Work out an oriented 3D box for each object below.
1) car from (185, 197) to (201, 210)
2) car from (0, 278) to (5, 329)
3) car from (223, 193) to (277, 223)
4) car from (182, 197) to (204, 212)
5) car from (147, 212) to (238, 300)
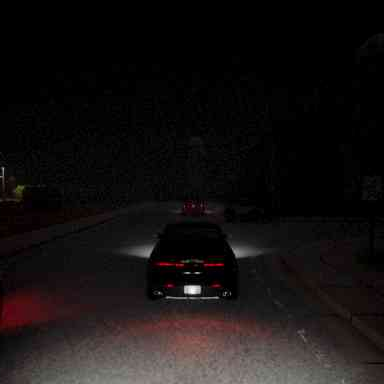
[{"bbox_3d":[0.131,1.472,43.710,2.033,1.411,5.357,0,0,0],"label":"car"},{"bbox_3d":[-3.585,1.491,2.793,1.837,1.490,4.892,0,0,0],"label":"car"},{"bbox_3d":[4.191,1.115,24.118,1.905,1.878,3.866,-8,4,-42],"label":"car"},{"bbox_3d":[0.117,1.296,32.377,2.097,1.767,4.553,0,0,0],"label":"car"},{"bbox_3d":[0.012,1.492,8.353,1.837,1.490,4.892,0,0,0],"label":"car"}]
